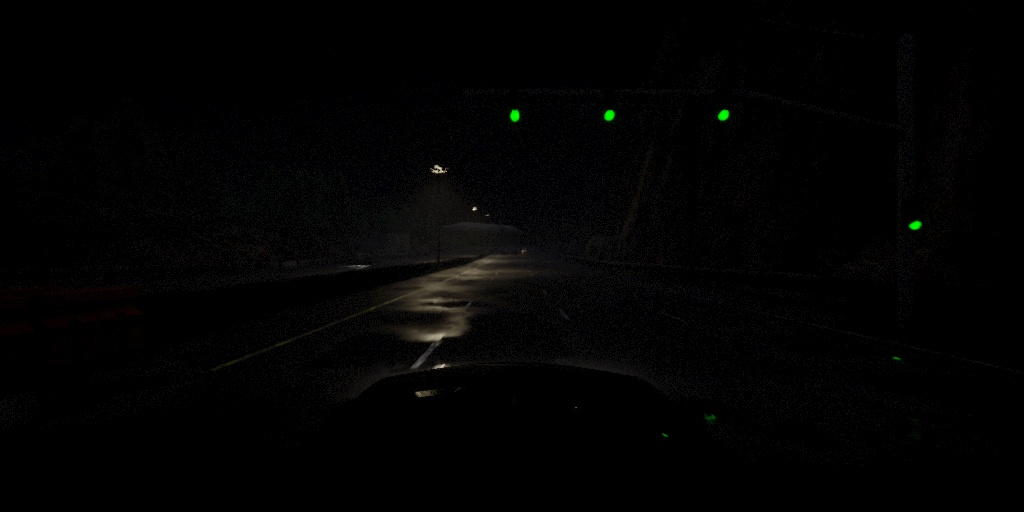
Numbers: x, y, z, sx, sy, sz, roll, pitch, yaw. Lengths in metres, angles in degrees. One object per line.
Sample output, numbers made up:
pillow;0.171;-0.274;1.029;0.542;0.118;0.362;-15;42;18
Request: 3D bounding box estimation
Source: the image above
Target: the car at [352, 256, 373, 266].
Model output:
car;-24.167;0.797;58.069;1.812;1.442;4.674;0;2;0
